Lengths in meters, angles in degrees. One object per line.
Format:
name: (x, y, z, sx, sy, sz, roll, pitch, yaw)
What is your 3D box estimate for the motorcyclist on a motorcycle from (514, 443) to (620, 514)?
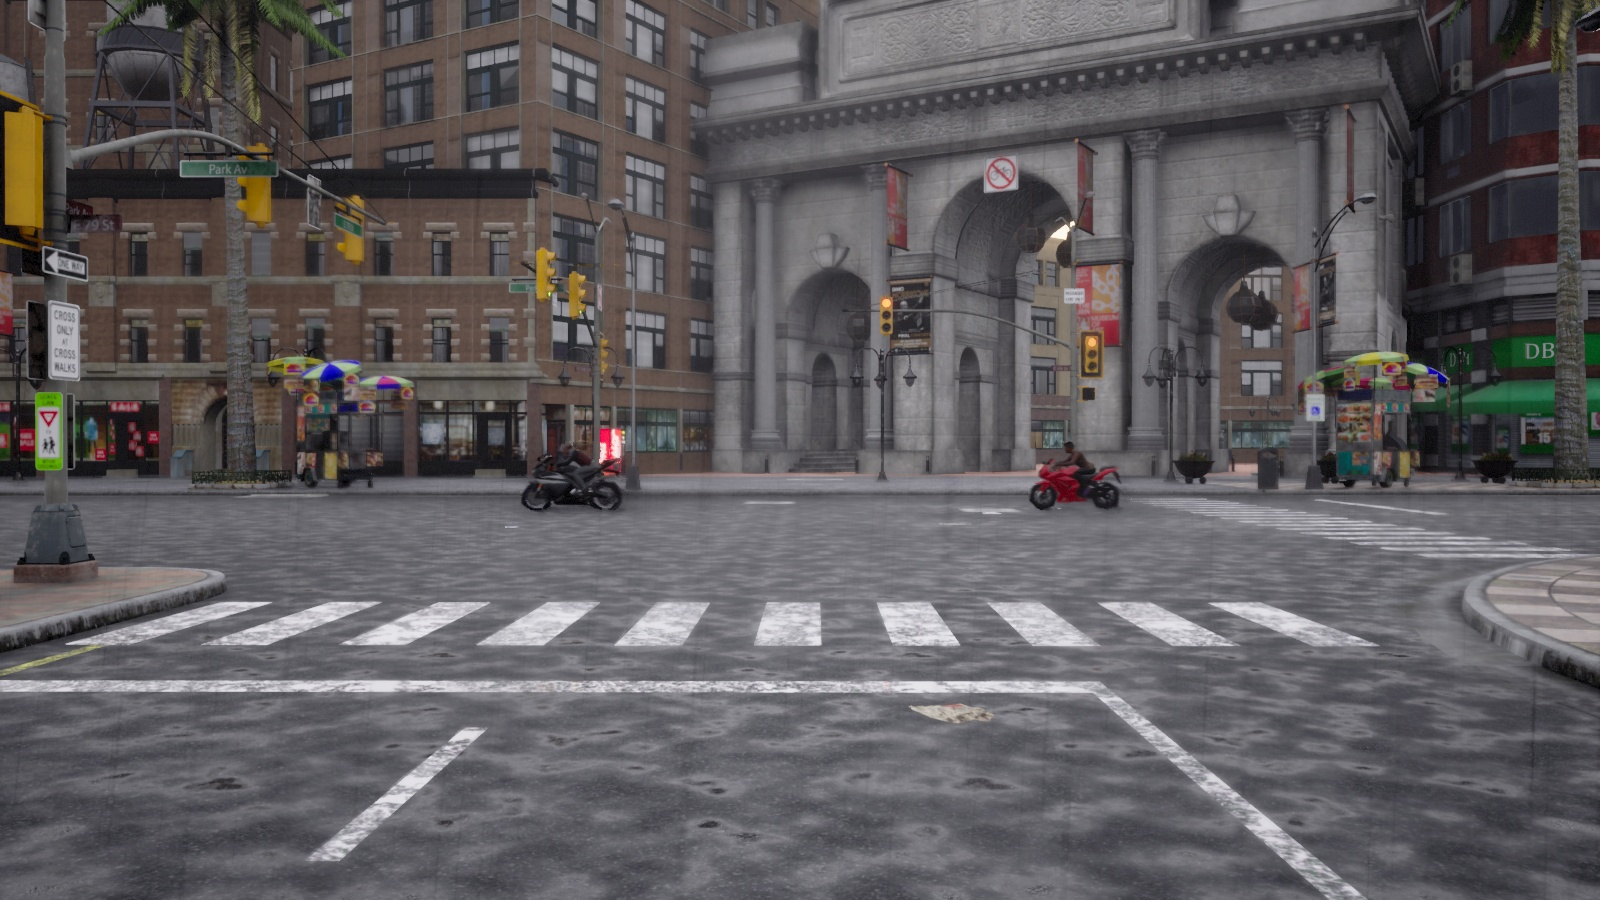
motorcyclist on a motorcycle: (-5.151, 0.620, 27.887, 2.191, 1.530, 0.866, 0, 0, 1)

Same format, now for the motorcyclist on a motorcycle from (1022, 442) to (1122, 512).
motorcyclist on a motorcycle: (5.985, 0.577, 27.730, 2.044, 1.523, 0.797, 0, 0, 1)
